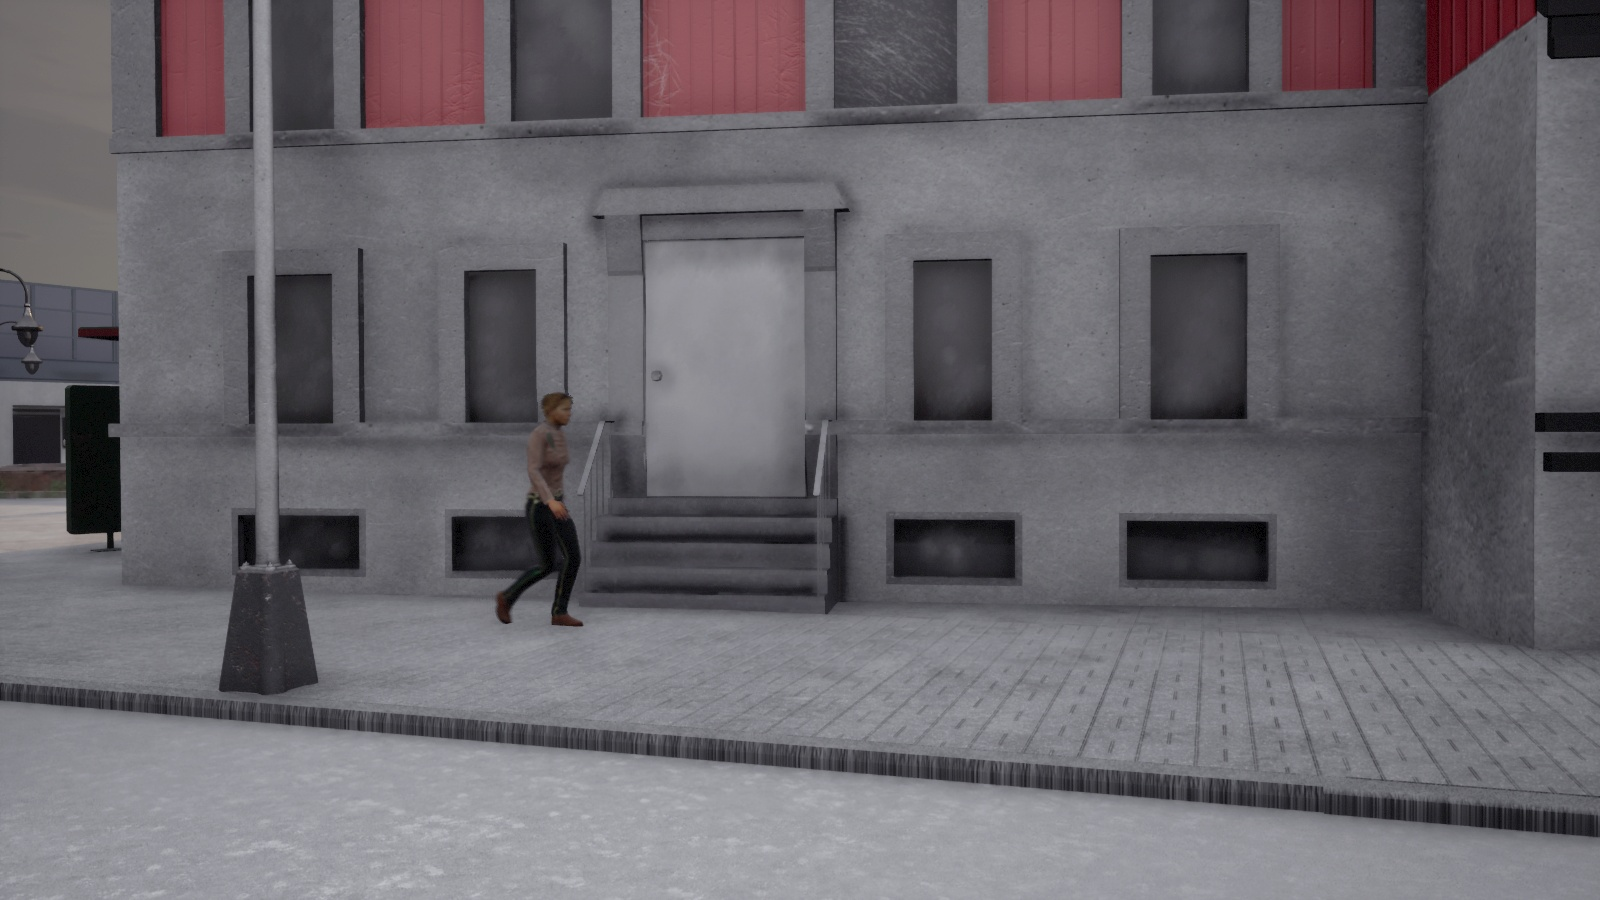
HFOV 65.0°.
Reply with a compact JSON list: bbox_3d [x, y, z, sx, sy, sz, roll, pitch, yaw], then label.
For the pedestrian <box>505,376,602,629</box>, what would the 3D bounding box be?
[{"bbox_3d":[-1.844,0.379,9.409,0.634,1.846,0.331,1,1,22],"label":"pedestrian"}]
